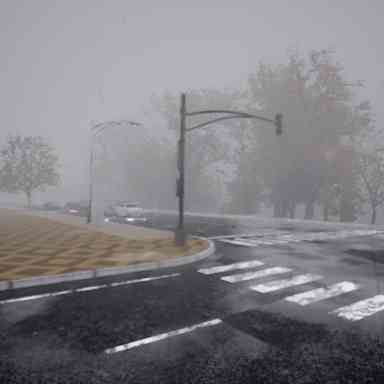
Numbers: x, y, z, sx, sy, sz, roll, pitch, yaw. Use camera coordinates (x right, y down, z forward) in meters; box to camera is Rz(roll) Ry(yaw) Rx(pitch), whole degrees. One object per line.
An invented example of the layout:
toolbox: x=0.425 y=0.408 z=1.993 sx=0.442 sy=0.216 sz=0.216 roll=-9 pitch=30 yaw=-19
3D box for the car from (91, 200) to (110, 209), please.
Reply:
car: x=-16.815 y=2.313 z=60.975 sx=1.837 sy=1.490 sz=4.892 roll=2 pitch=-2 yaw=-36

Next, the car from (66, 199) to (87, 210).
car: x=-18.618 y=2.156 z=52.362 sx=1.994 sy=1.385 sz=4.181 roll=2 pitch=-2 yaw=-36

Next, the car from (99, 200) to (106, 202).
car: x=-13.431 y=2.234 z=50.813 sx=1.895 sy=1.301 sz=4.718 roll=2 pitch=-2 yaw=-35

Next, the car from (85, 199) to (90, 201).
car: x=-18.943 y=2.067 z=58.378 sx=2.097 sy=1.767 sz=4.553 roll=2 pitch=-2 yaw=-36

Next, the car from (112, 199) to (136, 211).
car: x=-10.878 y=2.072 z=52.842 sx=2.097 sy=1.767 sz=4.553 roll=2 pitch=-2 yaw=-35

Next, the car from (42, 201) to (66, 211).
car: x=-21.309 y=2.114 z=50.541 sx=2.033 sy=1.411 sz=5.357 roll=2 pitch=-2 yaw=-36

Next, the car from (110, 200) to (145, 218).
car: x=-6.737 y=1.929 z=35.734 sx=1.812 sy=1.442 sz=4.674 roll=2 pitch=-2 yaw=-36

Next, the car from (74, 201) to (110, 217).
car: x=-10.685 y=1.938 z=35.652 sx=1.895 sy=1.301 sz=4.718 roll=2 pitch=-2 yaw=-36
